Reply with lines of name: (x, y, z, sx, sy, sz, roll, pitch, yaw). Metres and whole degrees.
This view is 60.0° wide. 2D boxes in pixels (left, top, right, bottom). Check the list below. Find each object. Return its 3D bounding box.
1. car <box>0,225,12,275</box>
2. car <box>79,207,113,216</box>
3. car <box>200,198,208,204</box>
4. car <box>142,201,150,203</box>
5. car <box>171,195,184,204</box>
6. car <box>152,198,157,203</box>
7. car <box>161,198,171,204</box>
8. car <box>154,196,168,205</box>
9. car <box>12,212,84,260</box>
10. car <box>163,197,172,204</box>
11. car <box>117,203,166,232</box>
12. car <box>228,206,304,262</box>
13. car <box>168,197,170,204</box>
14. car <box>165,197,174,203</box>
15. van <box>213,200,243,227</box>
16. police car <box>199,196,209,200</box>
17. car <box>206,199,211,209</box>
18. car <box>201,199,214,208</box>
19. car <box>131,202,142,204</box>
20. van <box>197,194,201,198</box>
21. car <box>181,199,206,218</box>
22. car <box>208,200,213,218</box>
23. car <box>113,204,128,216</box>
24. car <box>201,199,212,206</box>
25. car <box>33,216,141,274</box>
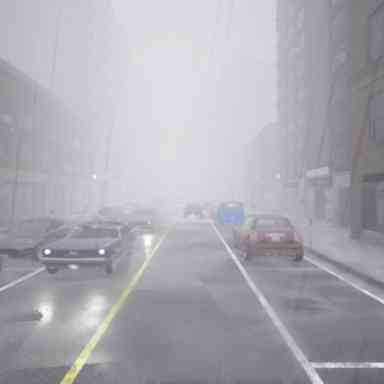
car: (-5.856, 1.488, 6.843, 1.967, 1.590, 4.097, 0, 0, 0)
car: (-5.853, 1.705, 18.179, 1.802, 1.307, 4.206, 0, 0, 0)
car: (2.684, 2.060, 74.874, 1.802, 1.307, 4.206, 0, 0, 0)
car: (-5.850, 1.800, 35.183, 1.947, 1.339, 4.313, 0, 0, 0)
car: (-2.984, 1.942, 73.677, 2.128, 1.511, 4.902, 0, 0, 0)
car: (-5.849, 1.814, 40.851, 1.887, 1.381, 4.507, 0, 0, 0)
car: (-5.842, 2.003, 74.691, 1.752, 1.417, 4.829, 0, 0, 0)
car: (-5.845, 1.691, 57.858, 2.192, 1.841, 5.009, 0, 0, 0)
car: (-5.854, 1.652, 12.511, 1.947, 1.339, 4.313, 0, 0, 0)
car: (-5.841, 2.034, 80.361, 1.752, 1.417, 4.829, 0, 0, 0)
car: (-3.085, 1.693, 21.635, 2.033, 1.411, 5.357, 0, 0, 0)
car: (2.671, 1.525, 12.514, 1.967, 1.590, 4.097, 0, 0, 0)
car: (-5.844, 1.962, 63.524, 2.008, 1.369, 4.403, 0, 0, 0)
car: (-5.839, 2.089, 86.197, 2.008, 1.369, 4.403, 0, 0, 0)
van: (2.673, 1.501, 23.853, 1.690, 1.788, 3.998, 0, 0, 0)
police car: (2.377, 1.734, 47.280, 1.930, 1.638, 5.238, 0, 0, 0)
car: (2.676, 1.784, 35.190, 2.008, 1.369, 4.403, 0, 0, 0)
car: (2.680, 1.941, 57.867, 1.947, 1.339, 4.313, 0, 0, 0)
car: (-5.851, 1.722, 29.345, 1.752, 1.417, 4.829, 0, 0, 0)
van: (2.685, 1.850, 80.545, 1.690, 1.788, 3.998, 0, 0, 0)
car: (0.108, 1.723, 32.610, 1.837, 1.490, 4.892, 0, 0, 0)
car: (2.675, 1.723, 29.690, 1.752, 1.417, 4.829, 0, 0, 0)
car: (-5.852, 1.727, 23.847, 1.947, 1.339, 4.313, 0, 0, 0)
car: (2.681, 1.976, 63.536, 1.947, 1.339, 4.313, 0, 0, 0)
car: (-3.095, 1.676, 10.945, 1.895, 1.301, 4.718, 0, 0, 0)
